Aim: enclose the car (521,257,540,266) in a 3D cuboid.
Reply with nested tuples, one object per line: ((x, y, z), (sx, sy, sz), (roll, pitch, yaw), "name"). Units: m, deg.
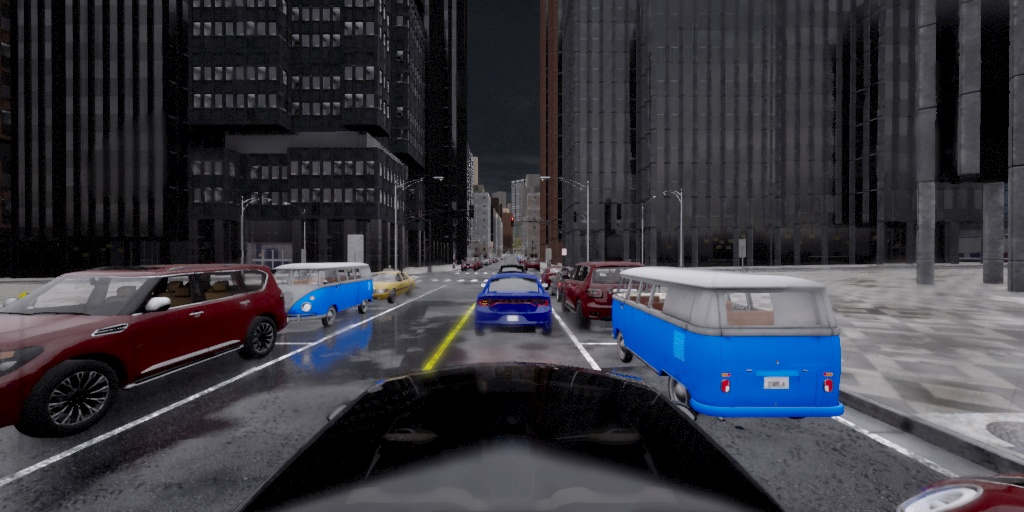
((2.770, 1.085, 49.214), (2.192, 1.841, 5.009), (0, 0, 0), "car")

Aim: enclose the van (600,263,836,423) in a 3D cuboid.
((2.767, 1.091, 5.598), (1.690, 1.789, 3.998), (0, 0, 0), "van")

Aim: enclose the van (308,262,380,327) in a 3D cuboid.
((-5.763, 1.091, 11.137), (1.690, 1.789, 3.998), (0, 0, 0), "van")

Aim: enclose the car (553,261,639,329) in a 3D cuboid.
((2.767, 1.065, 11.123), (2.192, 1.841, 5.009), (0, 0, 0), "car")

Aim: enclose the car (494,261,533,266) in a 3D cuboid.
((0.003, 1.257, 20.783), (1.837, 1.490, 4.892), (0, 0, 0), "car")

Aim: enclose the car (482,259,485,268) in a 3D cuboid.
((-5.754, 1.091, 54.869), (2.192, 1.841, 5.009), (0, 0, 0), "car")

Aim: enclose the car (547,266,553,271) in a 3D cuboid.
((2.766, 1.301, 16.649), (2.007, 1.370, 4.403), (0, 0, 0), "car")

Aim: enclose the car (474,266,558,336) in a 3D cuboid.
((0.060, 1.228, 10.412), (1.882, 1.535, 5.008), (0, 0, 1), "car")

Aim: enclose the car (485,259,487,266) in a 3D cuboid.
((-5.753, 1.349, 60.511), (1.948, 1.339, 4.313), (0, 0, 0), "car")

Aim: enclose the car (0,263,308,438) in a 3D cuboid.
((-5.765, 1.064, 5.612), (2.192, 1.841, 5.009), (0, 0, 0), "car")

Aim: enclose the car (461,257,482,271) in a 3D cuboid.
((-5.755, 1.085, 49.225), (2.192, 1.841, 5.009), (0, 0, 0), "car")

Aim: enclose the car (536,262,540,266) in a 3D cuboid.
((2.766, 1.297, 22.174), (1.888, 1.381, 4.507), (0, 0, 0), "car")

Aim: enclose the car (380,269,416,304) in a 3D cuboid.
((-5.761, 1.276, 16.491), (1.751, 1.417, 4.829), (0, 0, 0), "car")
